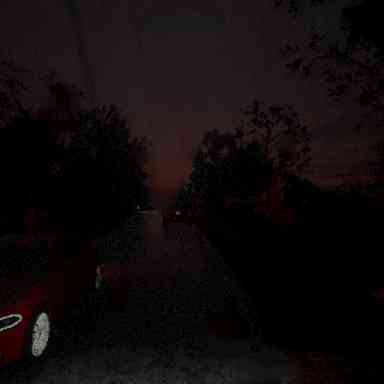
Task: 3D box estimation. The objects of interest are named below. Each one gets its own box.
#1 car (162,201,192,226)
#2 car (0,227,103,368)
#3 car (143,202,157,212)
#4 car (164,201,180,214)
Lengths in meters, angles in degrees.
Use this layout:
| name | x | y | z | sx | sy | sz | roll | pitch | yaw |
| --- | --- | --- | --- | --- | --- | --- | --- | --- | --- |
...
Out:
| name | x | y | z | sx | sy | sz | roll | pitch | yaw |
| --- | --- | --- | --- | --- | --- | --- | --- | --- | --- |
| car | -1.159 | 1.528 | 25.233 | 2.097 | 1.767 | 4.553 | 0 | -1 | -4 |
| car | -3.008 | 1.499 | 6.072 | 1.882 | 1.535 | 5.008 | 0 | 0 | -2 |
| car | -6.012 | 2.120 | 48.487 | 2.033 | 1.411 | 5.357 | 0 | -1 | -4 |
| car | -2.628 | 1.931 | 42.885 | 1.882 | 1.535 | 5.008 | 0 | -1 | -5 |
